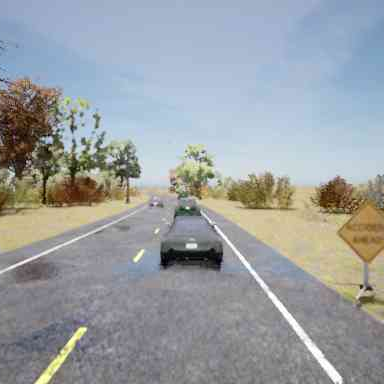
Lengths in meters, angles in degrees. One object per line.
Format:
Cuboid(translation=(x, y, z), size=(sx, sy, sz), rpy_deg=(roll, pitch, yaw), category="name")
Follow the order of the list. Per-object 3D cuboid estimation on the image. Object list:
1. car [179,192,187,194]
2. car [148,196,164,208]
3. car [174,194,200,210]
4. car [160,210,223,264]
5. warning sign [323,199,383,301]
Cuboid(translation=(-2.089, 0.926, 76.858), size=(2.150, 2.045, 5.566), rpy_deg=(0, 0, -5), category="car")
Cuboid(translation=(-4.744, 1.348, 44.490), size=(2.128, 1.511, 4.902), rpy_deg=(0, 0, -3), category="car")
Cuboid(translation=(-0.405, 1.268, 28.207), size=(2.097, 1.767, 4.553), rpy_deg=(0, 0, -2), category="car")
Cuboid(translation=(-0.029, 1.532, 11.684), size=(1.994, 1.385, 4.181), rpy_deg=(0, 0, -1), category="car")
Cuboid(translation=(3.527, 1.097, 6.706), size=(1.300, 1.860, 1.060), rpy_deg=(1, 1, -1), category="warning sign")
